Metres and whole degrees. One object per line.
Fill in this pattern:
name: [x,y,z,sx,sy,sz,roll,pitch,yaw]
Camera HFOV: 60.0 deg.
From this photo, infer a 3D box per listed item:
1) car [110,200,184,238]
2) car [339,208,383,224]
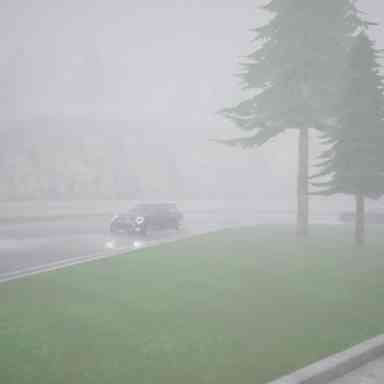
car: [-2.281,1.337,17.890,2.097,1.767,4.553,1,0,29]
car: [13.565,1.829,24.744,4.718,1.301,1.895,1,0,36]
